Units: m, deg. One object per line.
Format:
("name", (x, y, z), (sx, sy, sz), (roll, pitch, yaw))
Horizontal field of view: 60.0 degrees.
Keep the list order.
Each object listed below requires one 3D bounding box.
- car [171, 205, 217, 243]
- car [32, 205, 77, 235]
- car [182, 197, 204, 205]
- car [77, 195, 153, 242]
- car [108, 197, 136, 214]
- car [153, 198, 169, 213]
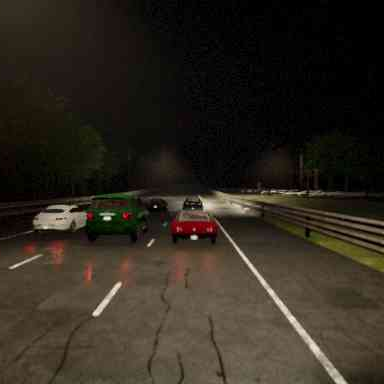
("car", (0.097, 1.514, 15.559), (1.895, 1.301, 4.718), (0, 0, 0))
("car", (-6.889, 1.419, 17.995), (1.812, 1.442, 4.674), (0, 0, 0))
("car", (0.098, 1.258, 32.444), (2.128, 1.511, 4.902), (0, 1, 0))
("car", (-3.401, 1.131, 16.015), (2.150, 2.045, 5.566), (0, 0, 0))
("car", (-6.913, 1.281, 33.418), (1.812, 1.442, 4.674), (0, 1, 0))
("car", (-3.401, 1.324, 32.993), (1.994, 1.385, 4.181), (0, 1, 0))
